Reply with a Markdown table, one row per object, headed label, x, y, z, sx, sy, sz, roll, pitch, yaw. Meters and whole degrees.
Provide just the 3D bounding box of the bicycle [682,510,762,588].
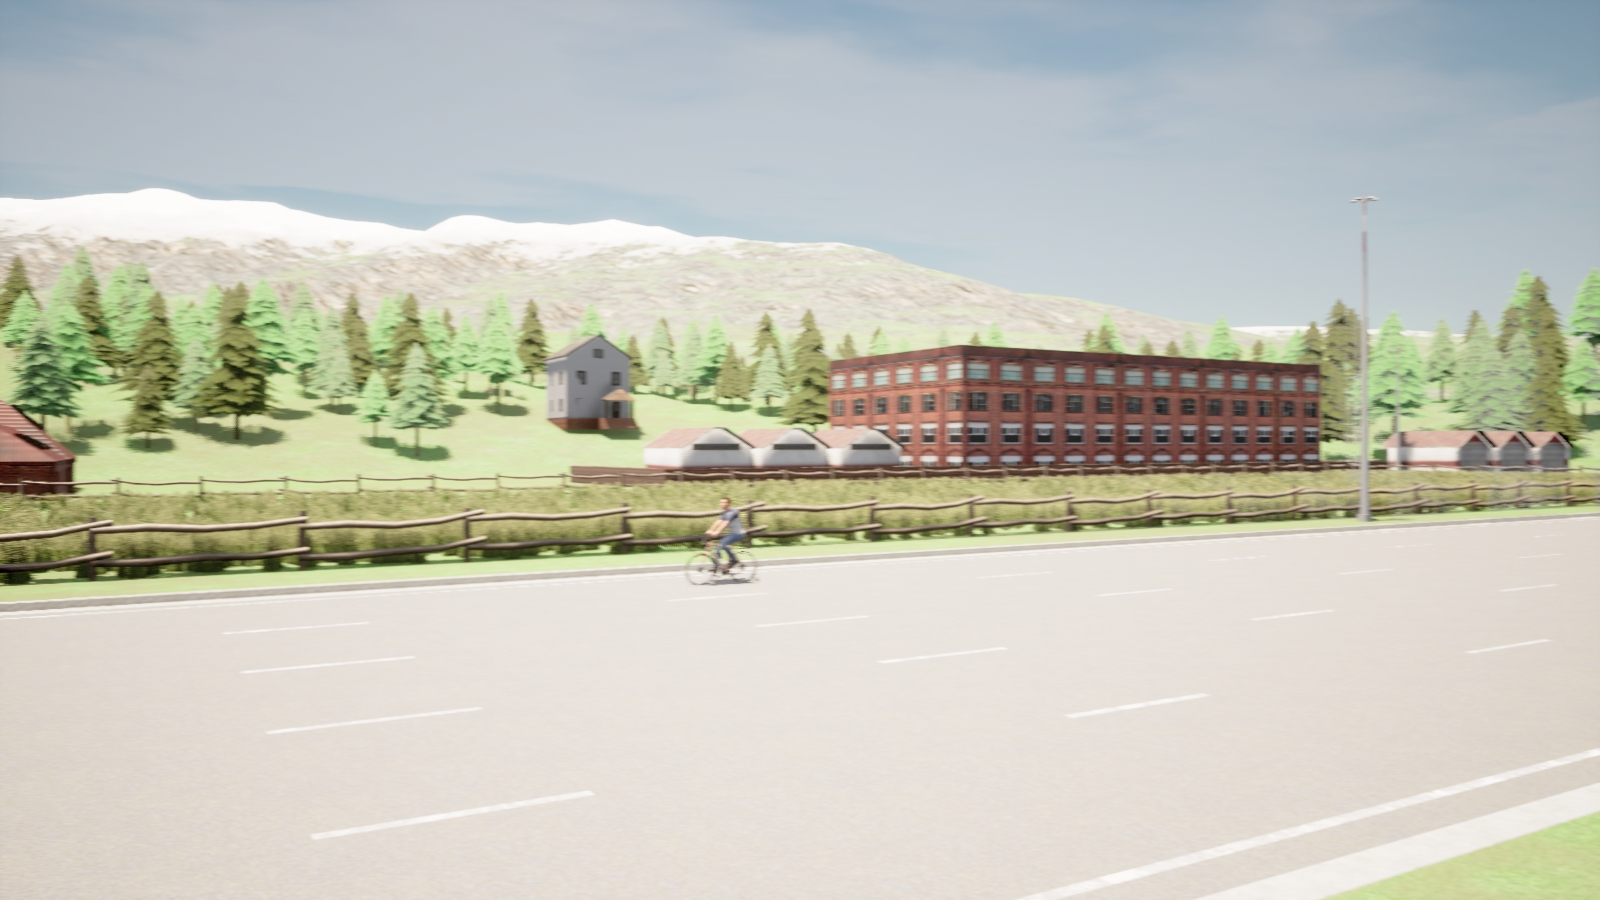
| label | x | y | z | sx | sy | sz | roll | pitch | yaw |
| --- | --- | --- | --- | --- | --- | --- | --- | --- | --- |
| bicycle | -1.606 | 2.019 | 23.529 | 1.643 | 1.496 | 0.373 | 0 | 0 | -30 |
